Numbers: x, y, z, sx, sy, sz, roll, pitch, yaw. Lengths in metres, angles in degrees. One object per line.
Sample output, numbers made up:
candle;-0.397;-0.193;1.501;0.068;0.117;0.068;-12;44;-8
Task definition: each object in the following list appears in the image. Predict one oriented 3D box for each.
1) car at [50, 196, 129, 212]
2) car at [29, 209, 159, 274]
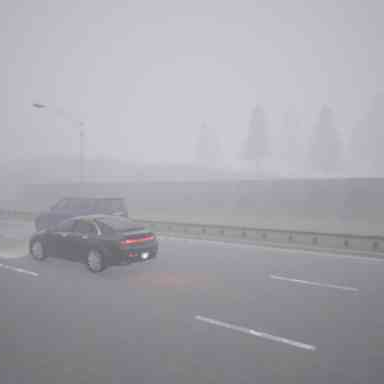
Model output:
car;-5.473;1.210;16.490;5.566;2.045;2.150;0;0;36
car;-3.263;1.498;10.609;4.892;1.490;1.837;0;0;36
